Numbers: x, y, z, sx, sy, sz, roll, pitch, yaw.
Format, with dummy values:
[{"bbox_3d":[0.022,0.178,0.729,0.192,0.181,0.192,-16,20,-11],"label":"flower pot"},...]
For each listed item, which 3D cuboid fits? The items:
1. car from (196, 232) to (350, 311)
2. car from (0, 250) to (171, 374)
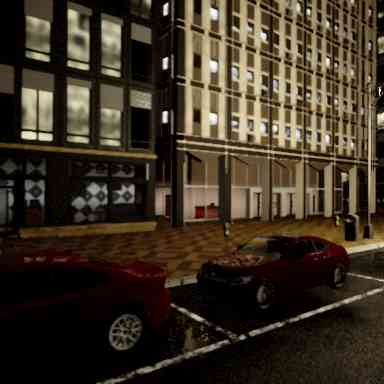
[{"bbox_3d":[2.062,1.625,7.774,4.206,1.307,1.802,0,0,-36],"label":"car"},{"bbox_3d":[-2.443,1.549,4.533,4.507,1.381,1.887,0,0,-36],"label":"car"}]
